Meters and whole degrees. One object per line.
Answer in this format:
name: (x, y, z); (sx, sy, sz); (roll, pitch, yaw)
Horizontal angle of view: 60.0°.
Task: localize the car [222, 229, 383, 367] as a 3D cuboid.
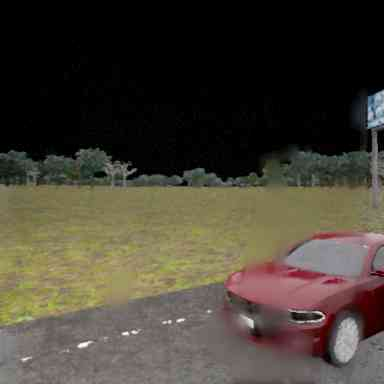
car: (2.778, 1.489, 5.975); (5.008, 1.535, 1.882); (0, 0, -35)
